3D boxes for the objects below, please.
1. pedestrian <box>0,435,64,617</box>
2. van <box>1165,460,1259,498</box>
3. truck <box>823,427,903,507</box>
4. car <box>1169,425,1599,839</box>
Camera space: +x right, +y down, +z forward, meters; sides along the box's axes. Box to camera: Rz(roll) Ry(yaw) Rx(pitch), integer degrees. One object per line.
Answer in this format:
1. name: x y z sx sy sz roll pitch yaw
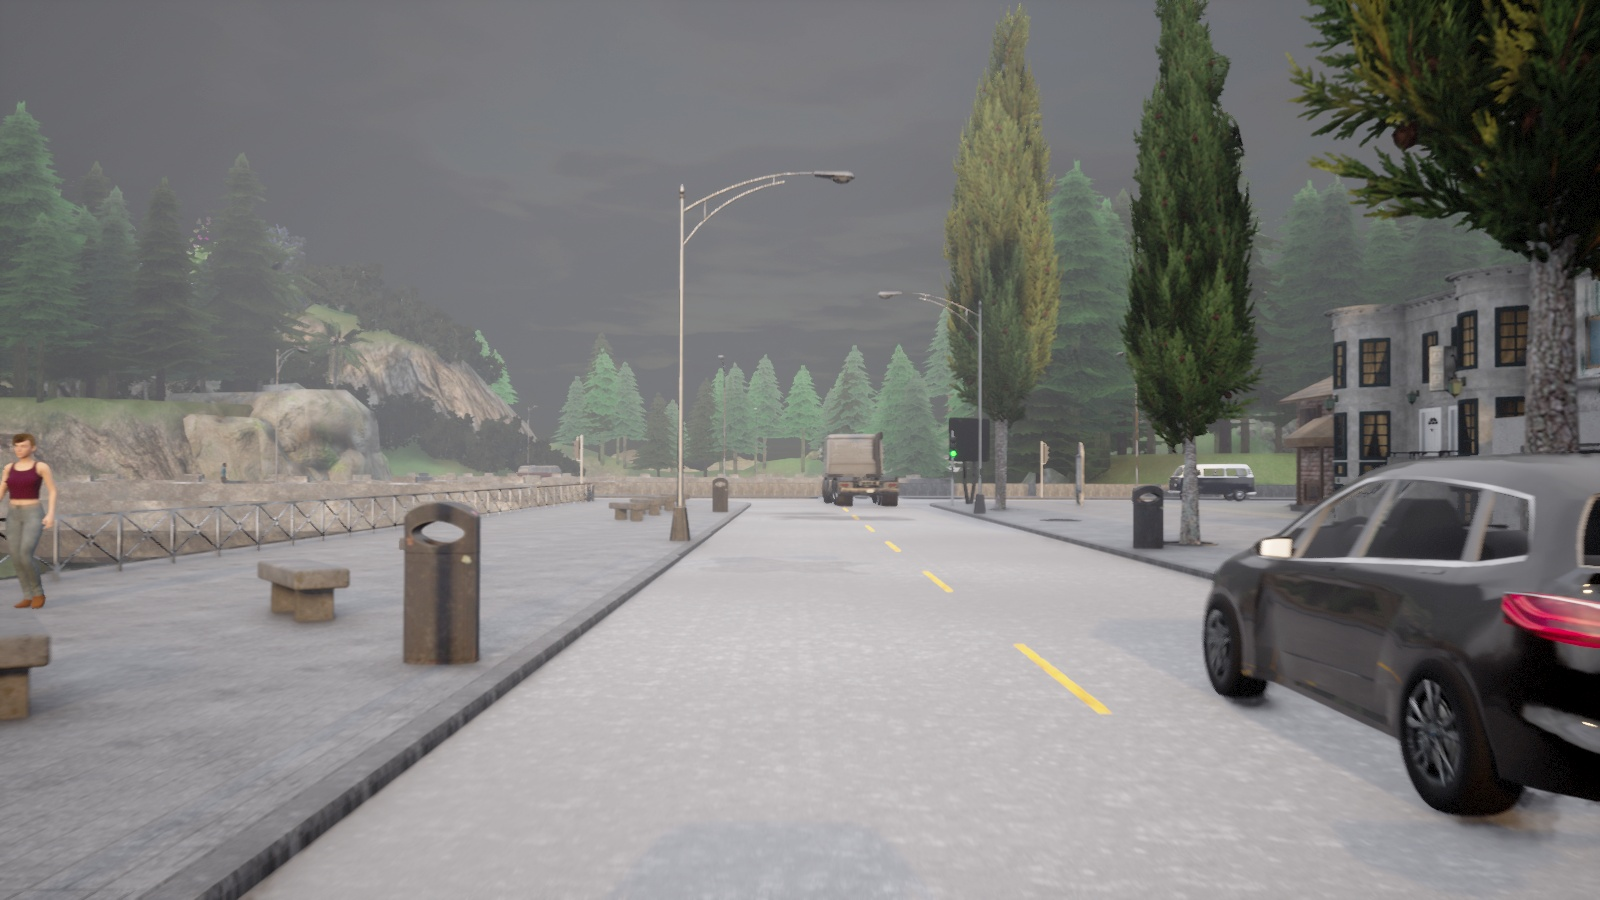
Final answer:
1. pedestrian: -7.978 0.774 13.015 0.345 1.836 0.594 0 -1 0
2. van: 22.673 1.607 69.266 4.480 2.038 2.069 0 -1 0
3. truck: 2.831 0.812 59.224 2.891 3.462 7.936 -1 -1 -3
4. car: 3.979 0.766 7.372 2.242 1.667 4.611 0 -1 0
